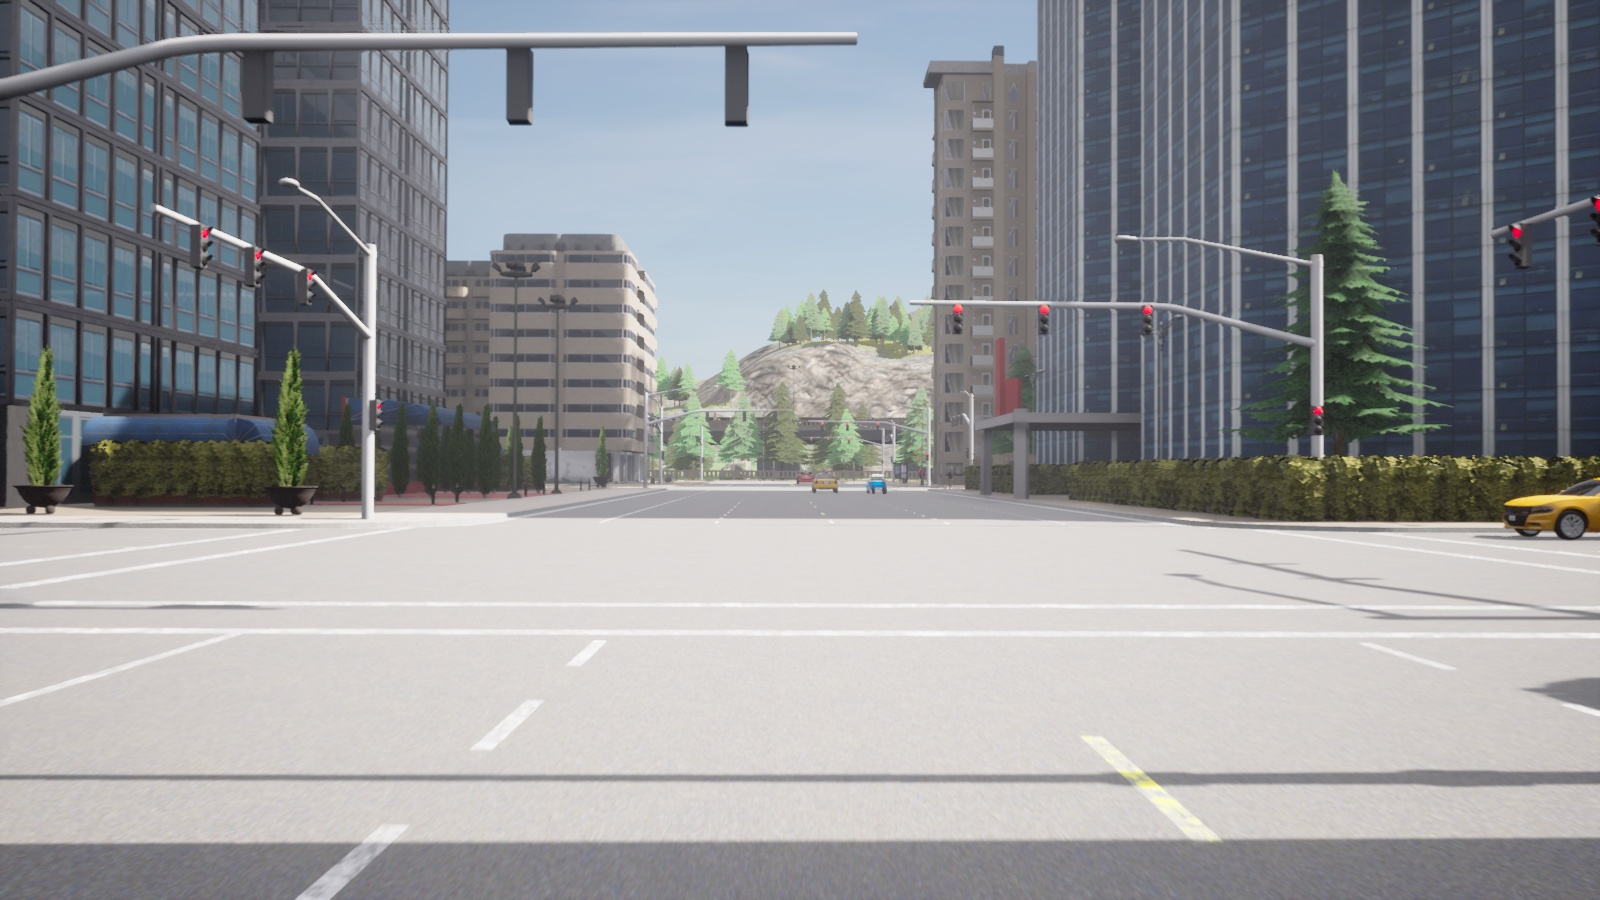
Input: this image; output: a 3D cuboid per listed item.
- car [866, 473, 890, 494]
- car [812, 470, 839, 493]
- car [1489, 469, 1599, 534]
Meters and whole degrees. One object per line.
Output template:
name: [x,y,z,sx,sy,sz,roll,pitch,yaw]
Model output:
car: [5.372,2.306,87.128,1.481,1.376,2.207,0,-1,-1]
car: [1.810,2.263,90.580,1.801,1.575,5.366,0,-1,-1]
car: [19.796,1.224,30.551,5.008,1.535,1.882,0,-1,-1]
